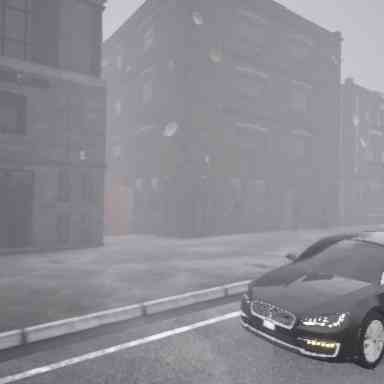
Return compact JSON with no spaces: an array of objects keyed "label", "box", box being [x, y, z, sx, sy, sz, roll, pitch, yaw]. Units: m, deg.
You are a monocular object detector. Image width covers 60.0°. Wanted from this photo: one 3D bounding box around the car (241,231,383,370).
[{"label":"car","box":[2.998,1.515,5.819,4.892,1.490,1.837,0,0,-35]}]
